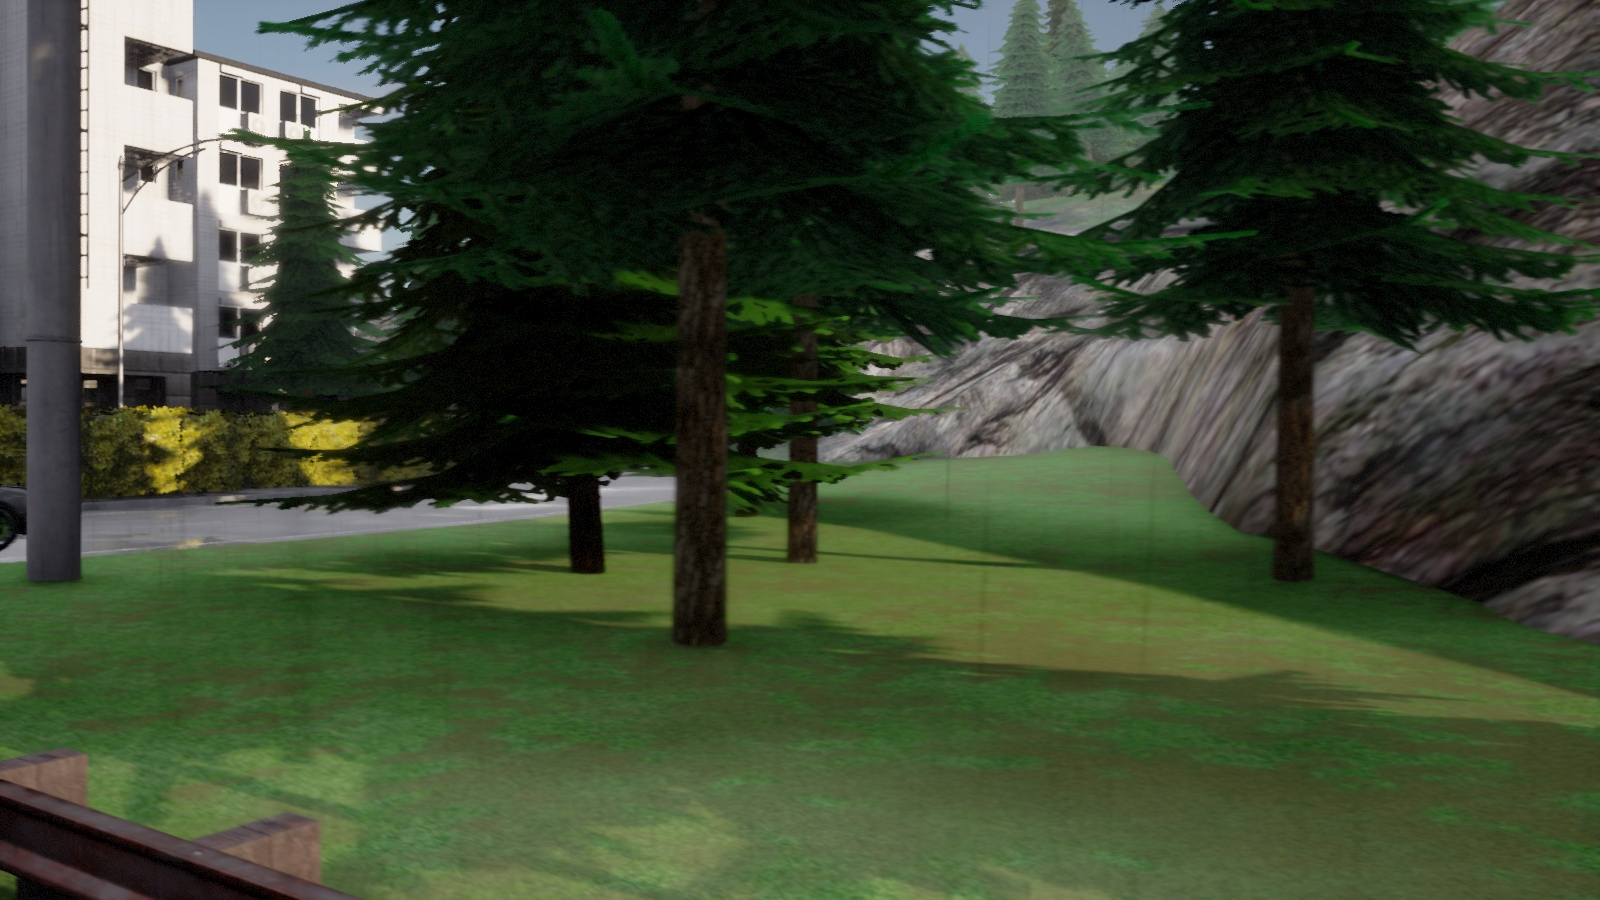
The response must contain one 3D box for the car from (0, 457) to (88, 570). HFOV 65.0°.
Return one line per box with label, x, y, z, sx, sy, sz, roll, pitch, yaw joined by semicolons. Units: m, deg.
car;-12.025;0.855;15.370;2.033;1.411;5.357;0;1;39
